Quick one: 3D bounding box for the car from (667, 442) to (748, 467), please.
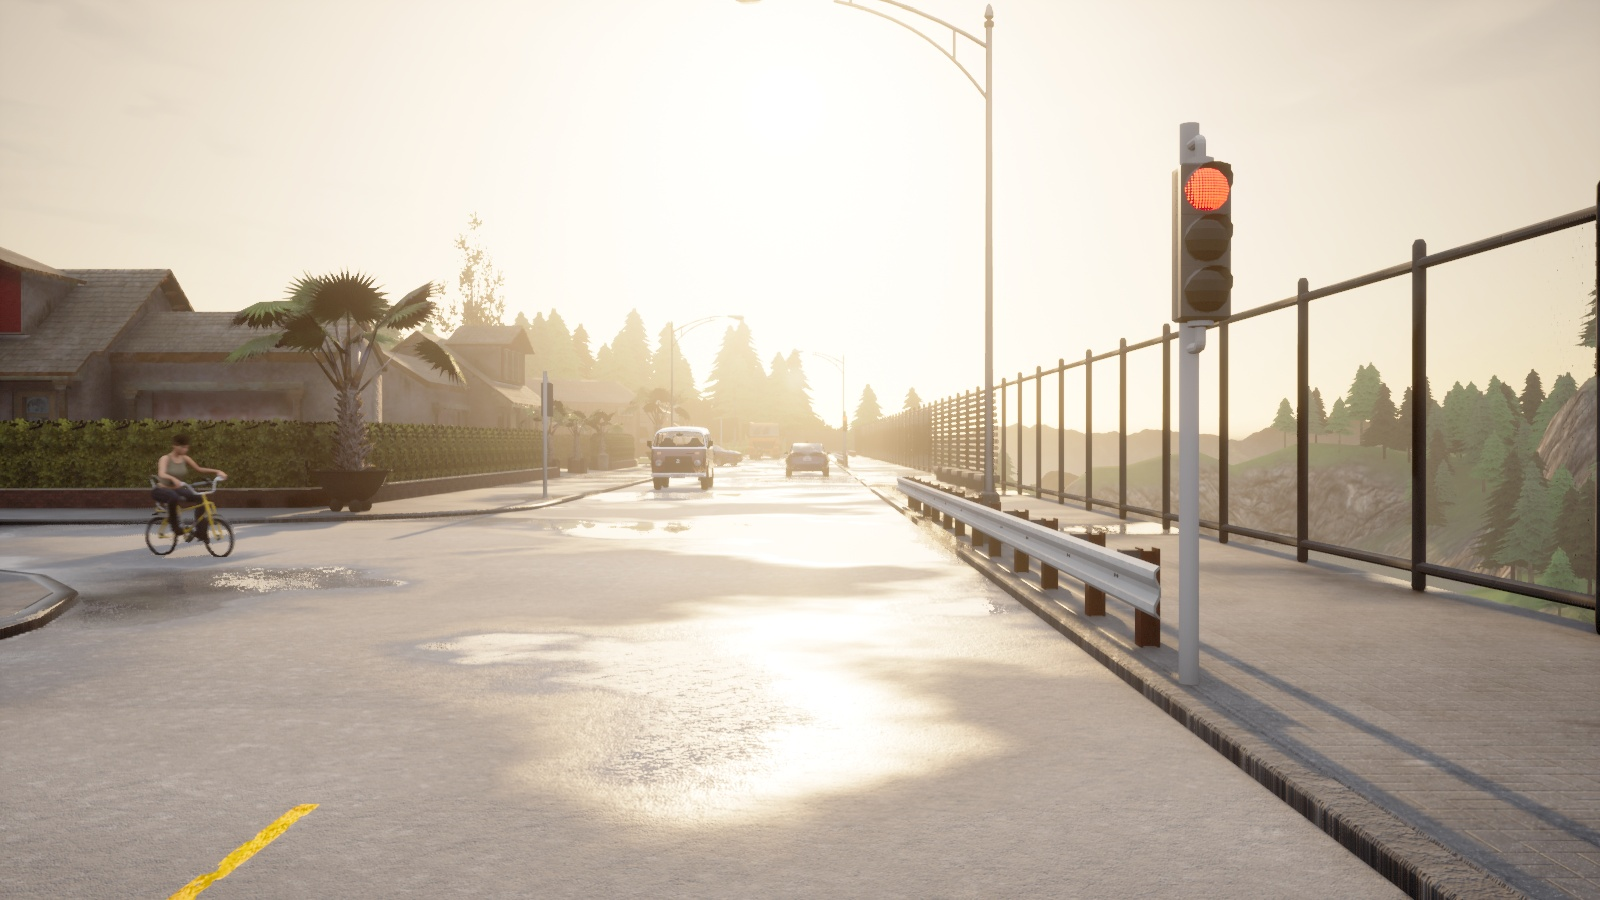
[{"bbox_3d":[-5.988,0.263,80.911,5.008,1.535,1.882,0,0,30],"label":"car"}]

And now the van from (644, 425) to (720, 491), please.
[{"bbox_3d":[-3.779,0.236,40.949,2.069,2.038,4.480,0,0,0],"label":"van"}]

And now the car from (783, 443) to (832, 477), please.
[{"bbox_3d":[0.337,0.424,57.103,2.163,1.488,4.792,0,0,0],"label":"car"}]

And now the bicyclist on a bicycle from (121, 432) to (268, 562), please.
[{"bbox_3d":[-7.911,0.584,16.421,1.509,1.612,0.866,0,3,20],"label":"bicyclist on a bicycle"}]
